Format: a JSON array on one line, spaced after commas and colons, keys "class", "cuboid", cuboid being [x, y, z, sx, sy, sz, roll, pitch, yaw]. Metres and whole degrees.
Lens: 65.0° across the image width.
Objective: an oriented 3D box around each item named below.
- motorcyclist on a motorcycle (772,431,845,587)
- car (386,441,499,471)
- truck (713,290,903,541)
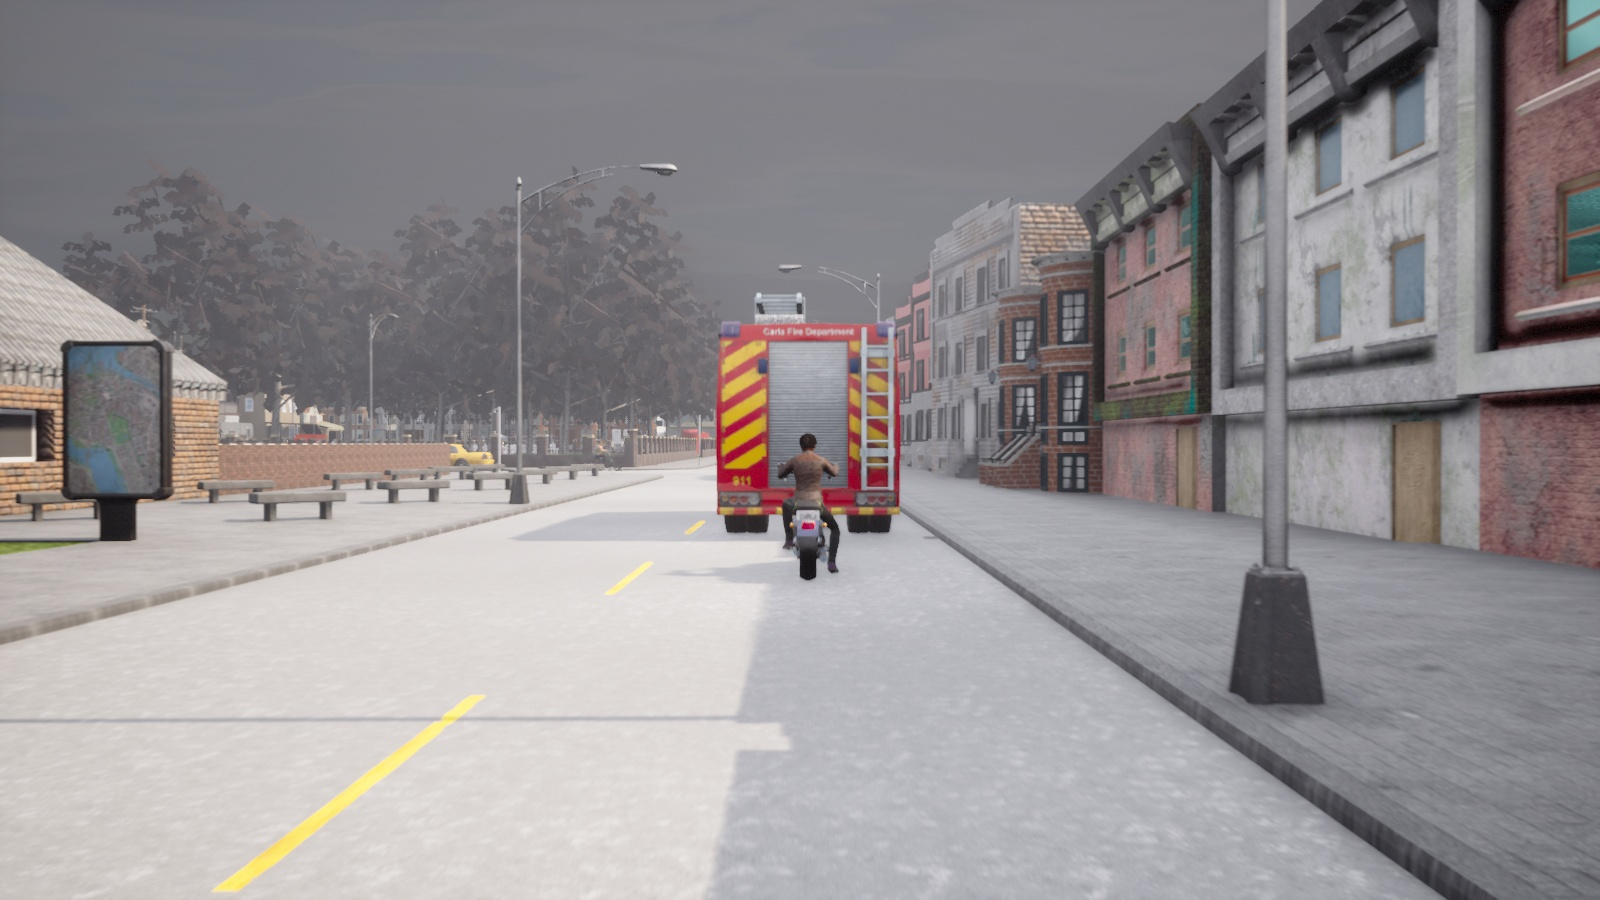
[{"class": "motorcyclist on a motorcycle", "cuboid": [0.093, 0.616, 14.413, 0.766, 1.649, 2.350, 0, 0, 0]}, {"class": "car", "cuboid": [-18.548, 0.303, 65.271, 5.366, 1.575, 1.801, 0, 0, -2]}, {"class": "truck", "cuboid": [0.144, -0.550, 23.412, 2.891, 3.827, 8.468, 0, 0, 0]}]
